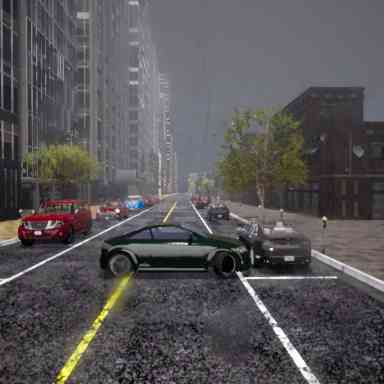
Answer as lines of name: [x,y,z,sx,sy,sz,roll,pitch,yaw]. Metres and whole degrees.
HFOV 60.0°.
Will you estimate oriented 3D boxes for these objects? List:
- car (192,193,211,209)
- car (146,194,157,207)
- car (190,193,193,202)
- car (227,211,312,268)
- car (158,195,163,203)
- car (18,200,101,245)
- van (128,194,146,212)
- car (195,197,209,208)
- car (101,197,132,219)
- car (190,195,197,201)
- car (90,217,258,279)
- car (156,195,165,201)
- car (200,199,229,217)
car: [1.565,1.299,44.308,2.192,1.841,5.009,-1,0,-1]
car: [-6.956,1.297,49.635,2.192,1.841,5.009,-1,0,-1]
car: [0.850,1.288,71.972,2.192,1.841,5.009,-1,0,-1]
car: [2.556,1.547,11.116,2.008,1.369,4.403,-1,0,-1]
car: [-7.381,1.520,66.234,1.887,1.381,4.507,-1,0,-1]
car: [-6.181,1.310,15.707,2.192,1.841,5.009,-1,0,-1]
van: [-6.670,1.327,38.569,1.690,1.788,3.998,-1,0,-1]
car: [1.421,1.507,50.011,1.752,1.417,4.829,-1,0,-1]
car: [-6.375,1.431,26.775,1.967,1.590,4.097,-1,0,-1]
car: [0.425,1.548,88.570,1.802,1.307,4.206,-1,0,-1]
car: [-0.462,1.556,9.517,4.181,1.385,1.994,0,0,-1]
car: [-7.806,1.493,82.663,1.752,1.417,4.829,-1,0,-1]
car: [2.028,1.542,26.976,2.008,1.369,4.403,-1,0,-1]
